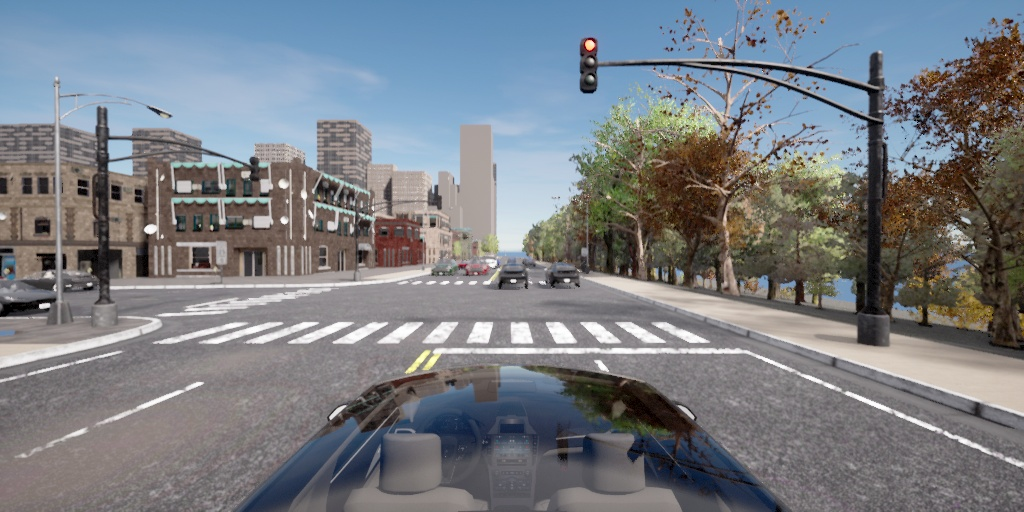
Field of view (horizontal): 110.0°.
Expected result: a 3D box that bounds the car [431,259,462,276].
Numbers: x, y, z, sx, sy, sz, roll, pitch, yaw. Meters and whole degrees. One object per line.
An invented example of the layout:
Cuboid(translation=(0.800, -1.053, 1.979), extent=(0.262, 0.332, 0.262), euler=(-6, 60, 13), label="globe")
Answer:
Cuboid(translation=(-6.622, 1.058, 35.655), extent=(2.097, 1.767, 4.553), euler=(0, 0, 0), label="car")

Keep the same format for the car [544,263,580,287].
Cuboid(translation=(3.330, 1.227, 24.139), extent=(1.837, 1.490, 4.892), euler=(0, 0, 0), label="car")

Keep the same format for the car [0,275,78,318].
Cuboid(translation=(-19.959, 1.552, 13.661), extent=(4.313, 1.339, 1.948), euler=(0, 0, 0), label="car")

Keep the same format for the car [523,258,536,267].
Cuboid(translation=(3.205, 1.213, 63.679), extent=(2.033, 1.411, 5.357), euler=(0, 0, 0), label="car")

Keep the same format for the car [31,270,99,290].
Cuboid(translation=(-28.297, 1.539, 22.169), extent=(4.403, 1.370, 2.007), euler=(0, 0, 0), label="car")

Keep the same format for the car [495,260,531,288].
Cuboid(translation=(0.080, 1.227, 23.739), extent=(1.837, 1.490, 4.892), euler=(0, 0, 0), label="car")

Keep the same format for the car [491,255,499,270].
Cuboid(translation=(-3.364, 0.902, 51.844), extent=(2.150, 2.045, 5.566), euler=(0, 0, 1), label="car")

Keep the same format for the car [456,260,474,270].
Cuboid(translation=(-6.623, 1.285, 51.160), extent=(1.895, 1.301, 4.718), euler=(0, 0, 0), label="car")

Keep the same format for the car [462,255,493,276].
Cuboid(translation=(-3.372, 1.058, 35.661), extent=(2.097, 1.767, 4.553), euler=(0, 0, 0), label="car")

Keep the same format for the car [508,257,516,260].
Cuboid(translation=(-0.045, 1.229, 64.093), extent=(1.994, 1.385, 4.181), euler=(0, 0, 0), label="car")
